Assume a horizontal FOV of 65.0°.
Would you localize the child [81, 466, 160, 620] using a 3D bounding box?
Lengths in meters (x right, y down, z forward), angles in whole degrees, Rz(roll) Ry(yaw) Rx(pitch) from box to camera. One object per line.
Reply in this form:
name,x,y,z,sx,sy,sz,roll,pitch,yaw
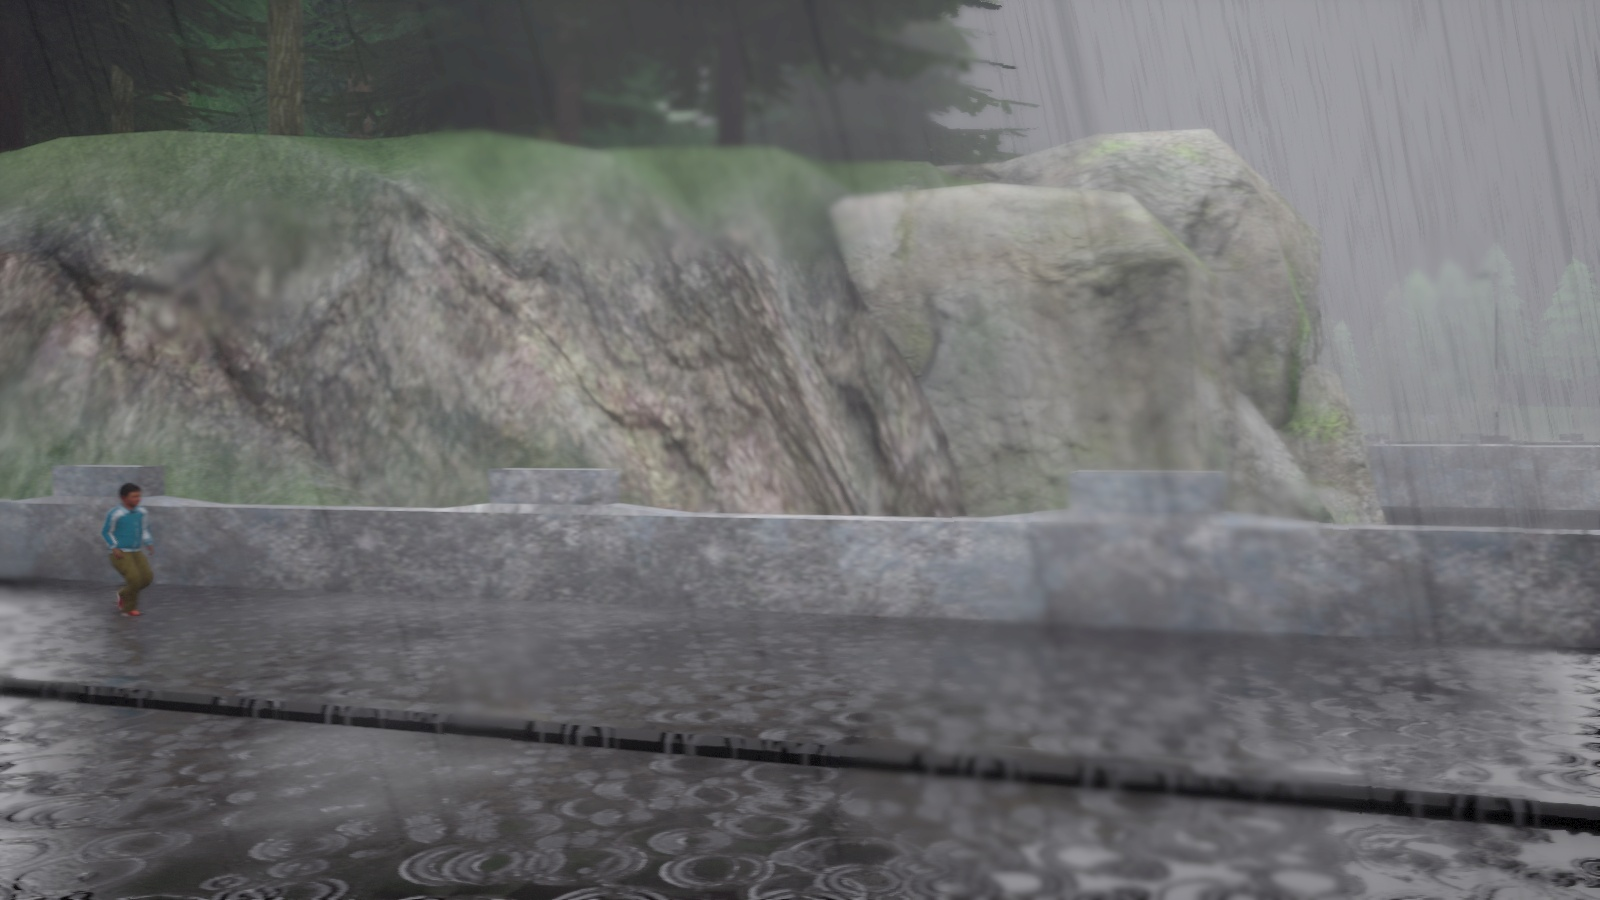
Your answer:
child,-5.462,0.734,10.104,0.448,1.192,0.343,1,1,20
